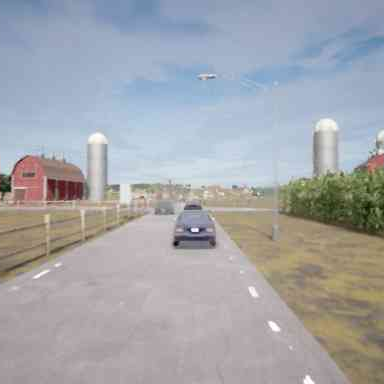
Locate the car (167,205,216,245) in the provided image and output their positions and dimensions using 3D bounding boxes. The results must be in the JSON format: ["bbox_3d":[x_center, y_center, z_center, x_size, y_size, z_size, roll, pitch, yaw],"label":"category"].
[{"bbox_3d":[0.106,1.552,15.603,2.033,1.411,5.357,0,0,0],"label":"car"}]

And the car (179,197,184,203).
[{"bbox_3d":[-2.726,2.323,95.413,1.837,1.490,4.892,0,-1,0],"label":"car"}]

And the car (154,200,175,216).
[{"bbox_3d":[-2.763,1.600,34.391,1.837,1.490,4.892,0,-1,0],"label":"car"}]

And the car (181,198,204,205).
[{"bbox_3d":[0.108,1.586,32.927,1.837,1.490,4.892,0,-1,0],"label":"car"}]
